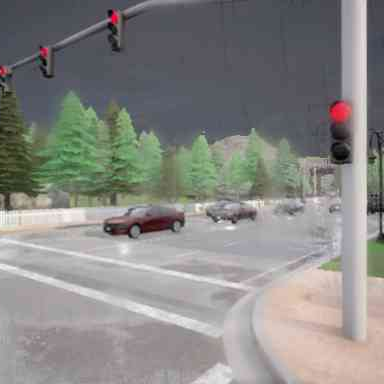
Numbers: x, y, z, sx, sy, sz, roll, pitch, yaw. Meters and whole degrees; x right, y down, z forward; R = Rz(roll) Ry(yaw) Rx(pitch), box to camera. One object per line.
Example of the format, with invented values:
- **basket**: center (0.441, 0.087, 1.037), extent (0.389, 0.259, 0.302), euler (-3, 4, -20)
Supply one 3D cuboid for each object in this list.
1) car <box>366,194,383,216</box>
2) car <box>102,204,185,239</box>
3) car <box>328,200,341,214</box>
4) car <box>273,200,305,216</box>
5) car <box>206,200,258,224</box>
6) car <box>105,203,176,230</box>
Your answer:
- **car**: center (18.251, 1.225, 32.309), extent (2.150, 2.045, 5.566), euler (0, 0, 38)
- **car**: center (-2.444, 1.486, 17.826), extent (1.882, 1.535, 5.008), euler (0, 0, 38)
- **car**: center (15.791, 1.569, 34.840), extent (1.994, 1.385, 4.181), euler (0, 0, 38)
- **car**: center (9.757, 1.533, 33.109), extent (1.812, 1.442, 4.674), euler (0, 0, 39)
- **car**: center (3.334, 1.534, 25.077), extent (1.812, 1.442, 4.674), euler (0, 0, 39)
- **car**: center (-3.319, 1.536, 22.320), extent (1.812, 1.442, 4.674), euler (0, 0, 38)
